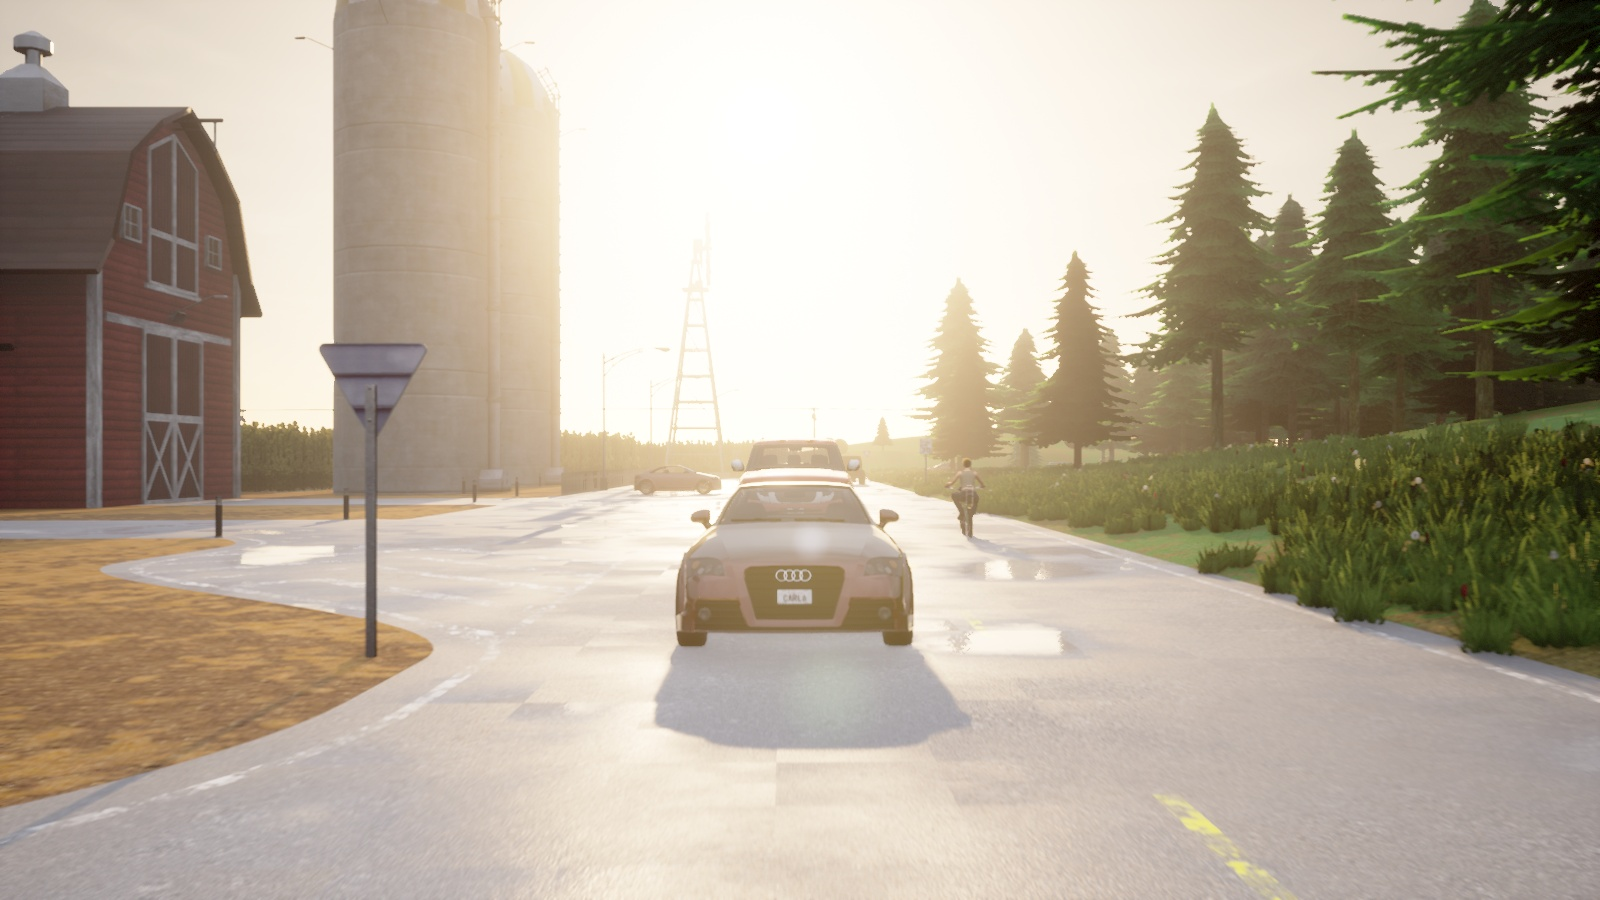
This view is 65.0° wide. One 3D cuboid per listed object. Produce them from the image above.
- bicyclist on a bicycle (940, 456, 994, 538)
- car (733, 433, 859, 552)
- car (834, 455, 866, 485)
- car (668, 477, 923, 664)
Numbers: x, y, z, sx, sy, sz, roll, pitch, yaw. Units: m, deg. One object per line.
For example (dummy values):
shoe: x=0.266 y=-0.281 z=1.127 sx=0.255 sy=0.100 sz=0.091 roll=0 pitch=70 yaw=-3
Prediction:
bicyclist on a bicycle: x=3.420 y=0.945 z=25.860 sx=0.866 sy=1.612 sz=1.509 roll=-1 pitch=0 yaw=0
car: x=-0.083 y=0.757 z=24.500 sx=2.150 sy=2.045 sz=5.566 roll=-1 pitch=0 yaw=0
car: x=3.250 y=1.271 z=82.043 sx=1.905 sy=1.878 sz=3.866 roll=-1 pitch=0 yaw=0
car: x=-0.040 y=0.997 z=12.018 sx=1.994 sy=1.385 sz=4.181 roll=-1 pitch=0 yaw=0
